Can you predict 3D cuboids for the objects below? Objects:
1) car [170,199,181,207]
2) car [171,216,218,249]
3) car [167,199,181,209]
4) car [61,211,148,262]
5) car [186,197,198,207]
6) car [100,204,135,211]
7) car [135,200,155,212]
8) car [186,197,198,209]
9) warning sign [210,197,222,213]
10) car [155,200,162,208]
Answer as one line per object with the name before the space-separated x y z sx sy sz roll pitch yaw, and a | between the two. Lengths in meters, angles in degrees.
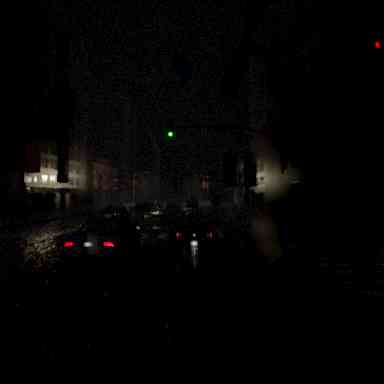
car | -3.251 2.193 66.543 2.128 1.511 4.902 0 -1 0
car | 0.096 1.745 15.339 1.895 1.301 4.718 0 -1 0
car | -3.251 2.156 56.539 1.994 1.385 4.181 0 -1 0
car | -3.154 1.672 12.622 2.033 1.411 5.357 0 -1 0
car | -0.001 1.949 66.576 2.150 2.045 5.566 0 -1 0
car | -6.597 1.786 28.481 2.128 1.511 4.902 0 -1 0
car | -6.586 1.943 44.749 1.882 1.535 5.008 0 0 0
car | -0.001 1.943 56.511 2.097 1.767 4.553 0 -1 0
warning sign | 2.852 1.520 39.079 1.300 1.860 1.060 0 0 0
car | -6.501 2.165 60.710 2.128 1.511 4.902 0 -1 0
